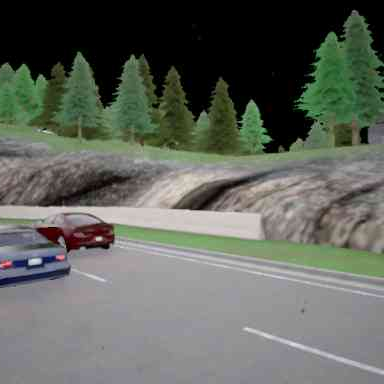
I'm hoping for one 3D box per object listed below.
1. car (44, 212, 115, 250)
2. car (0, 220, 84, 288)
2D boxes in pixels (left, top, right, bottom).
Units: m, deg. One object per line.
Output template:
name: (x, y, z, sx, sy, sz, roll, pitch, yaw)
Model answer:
car: (-5.197, 1.578, 14.001, 5.008, 1.535, 1.882, 0, 0, 45)
car: (-5.294, 1.614, 9.177, 5.357, 1.411, 2.033, 0, -1, 44)
